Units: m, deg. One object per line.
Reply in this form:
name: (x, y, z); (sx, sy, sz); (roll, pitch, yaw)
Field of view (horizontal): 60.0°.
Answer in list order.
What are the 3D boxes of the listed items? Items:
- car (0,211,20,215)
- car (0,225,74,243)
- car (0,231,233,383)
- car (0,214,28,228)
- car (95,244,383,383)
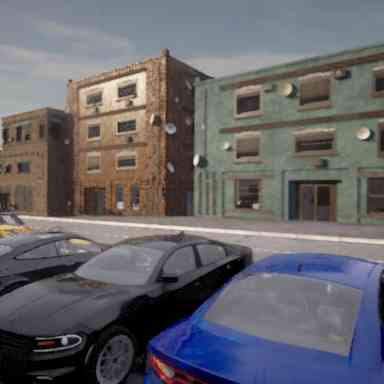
car: (-7.457, 1.448, 10.519); (2.185, 1.767, 4.553); (-1, 0, 36)
car: (-2.948, 1.573, 7.254); (2.002, 1.452, 4.674); (-1, 0, 36)
car: (-0.678, 1.510, 5.642); (2.097, 1.535, 5.008); (-1, 0, 36)
car: (-5.103, 1.550, 9.026); (1.946, 1.575, 5.366); (-1, 0, 36)
car: (1.579, 1.488, 4.015); (2.097, 1.535, 5.008); (-1, 0, 36)
